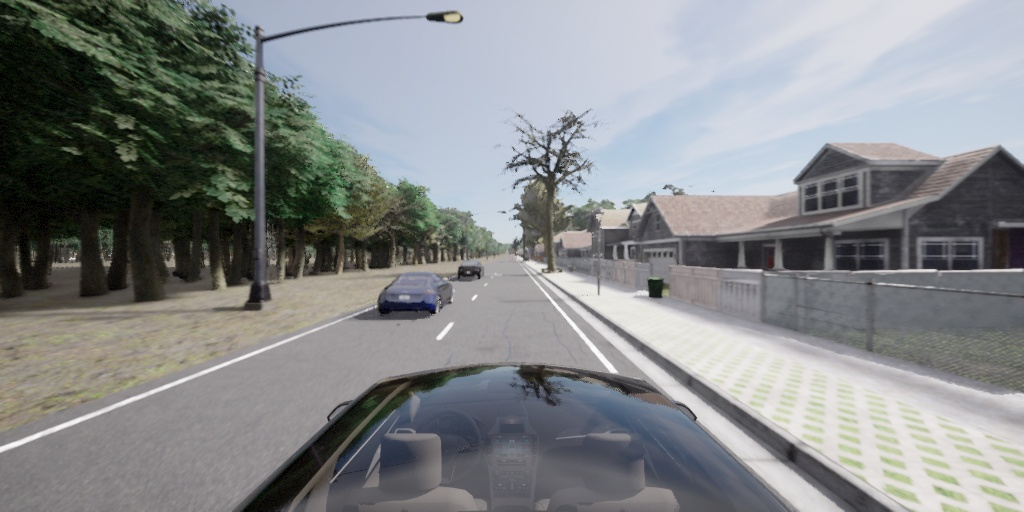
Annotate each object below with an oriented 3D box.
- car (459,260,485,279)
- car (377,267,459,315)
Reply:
[{"bbox_3d":[-3.405,1.115,30.347,1.882,1.535,5.008,0,0,0],"label":"car"},{"bbox_3d":[-3.403,1.276,13.352,1.994,1.385,4.181,0,0,0],"label":"car"}]
